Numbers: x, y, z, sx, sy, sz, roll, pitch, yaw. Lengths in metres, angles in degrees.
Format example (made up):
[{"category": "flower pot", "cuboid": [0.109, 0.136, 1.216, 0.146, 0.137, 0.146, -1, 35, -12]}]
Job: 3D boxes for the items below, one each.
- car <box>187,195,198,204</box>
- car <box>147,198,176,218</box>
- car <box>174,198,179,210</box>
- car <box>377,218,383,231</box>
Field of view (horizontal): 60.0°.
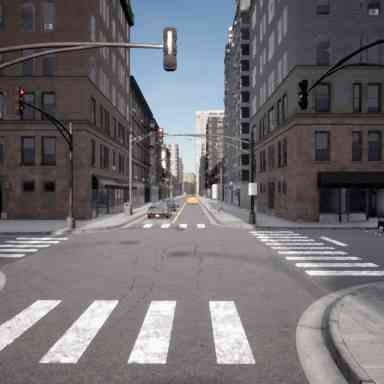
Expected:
[{"category": "car", "cuboid": [0.115, 1.412, 64.852, 2.097, 1.767, 4.553, 0, 0, 0]}, {"category": "car", "cuboid": [-2.843, 1.556, 30.016, 2.033, 1.411, 5.357, 0, 0, 0]}, {"category": "car", "cuboid": [-2.837, 1.523, 39.735, 1.837, 1.490, 4.892, 0, 0, 0]}, {"category": "car", "cuboid": [12.372, 1.563, 17.918, 4.313, 1.339, 1.947, 0, 0, 0]}]
